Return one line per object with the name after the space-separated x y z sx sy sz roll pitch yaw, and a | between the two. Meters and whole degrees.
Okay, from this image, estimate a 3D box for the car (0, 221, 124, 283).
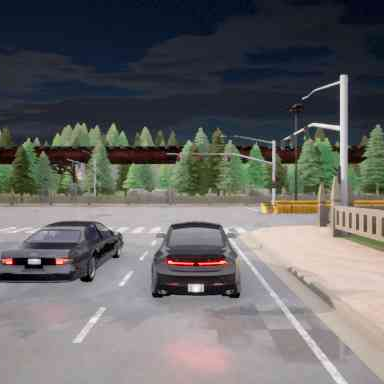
-3.385 1.547 9.682 2.033 1.411 5.357 0 0 0 | car

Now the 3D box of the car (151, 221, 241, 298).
0.101 1.505 8.492 1.837 1.490 4.892 0 0 1 | car
